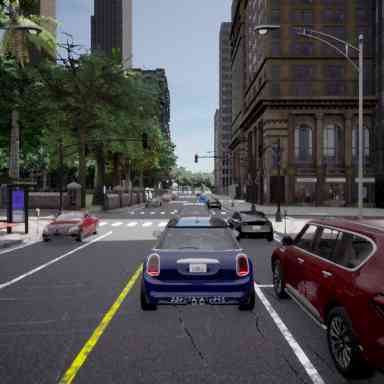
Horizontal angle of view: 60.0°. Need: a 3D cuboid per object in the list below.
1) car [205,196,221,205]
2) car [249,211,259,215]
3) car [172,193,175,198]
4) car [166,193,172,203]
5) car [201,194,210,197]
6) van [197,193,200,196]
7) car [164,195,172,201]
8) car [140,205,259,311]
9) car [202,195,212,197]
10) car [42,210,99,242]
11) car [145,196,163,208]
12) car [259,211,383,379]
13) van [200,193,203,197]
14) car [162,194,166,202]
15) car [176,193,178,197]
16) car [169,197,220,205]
[{"bbox_3d":[2.764,1.547,42.726,1.947,1.339,4.313,0,0,0],"label":"car"},{"bbox_3d":[2.761,1.562,16.290,1.947,1.339,4.313,0,0,0],"label":"car"},{"bbox_3d":[-5.758,1.263,75.269,2.192,1.841,5.009,0,0,0],"label":"car"},{"bbox_3d":[-5.758,1.396,69.849,1.967,1.590,4.097,0,0,0],"label":"car"},{"bbox_3d":[2.766,1.498,53.737,1.752,1.417,4.829,0,0,0],"label":"car"},{"bbox_3d":[2.768,1.281,80.669,1.690,1.788,3.998,0,0,0],"label":"van"},{"bbox_3d":[-5.757,1.466,80.520,1.752,1.417,4.829,0,0,0],"label":"car"},{"bbox_3d":[0.104,1.351,7.939,2.097,1.767,4.553,0,0,0],"label":"car"},{"bbox_3d":[2.765,1.543,48.147,1.947,1.339,4.313,0,0,0],"label":"car"},{"bbox_3d":[-5.764,1.578,16.308,1.802,1.307,4.206,0,0,0],"label":"car"},{"bbox_3d":[-5.761,1.528,48.168,2.008,1.369,4.403,0,0,0],"label":"car"},{"bbox_3d":[2.759,1.314,5.439,2.192,1.841,5.009,0,0,0],"label":"car"},{"bbox_3d":[2.765,1.309,58.987,1.690,1.788,3.998,0,0,0],"label":"van"},{"bbox_3d":[-5.760,1.413,53.587,1.967,1.590,4.097,0,0,0],"label":"car"},{"bbox_3d":[-5.756,1.238,91.530,2.192,1.841,5.009,0,0,0],"label":"car"},{"bbox_3d":[0.103,1.348,17.473,2.097,1.767,4.553,0,0,0],"label":"car"}]
